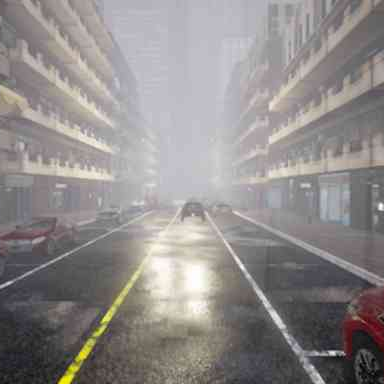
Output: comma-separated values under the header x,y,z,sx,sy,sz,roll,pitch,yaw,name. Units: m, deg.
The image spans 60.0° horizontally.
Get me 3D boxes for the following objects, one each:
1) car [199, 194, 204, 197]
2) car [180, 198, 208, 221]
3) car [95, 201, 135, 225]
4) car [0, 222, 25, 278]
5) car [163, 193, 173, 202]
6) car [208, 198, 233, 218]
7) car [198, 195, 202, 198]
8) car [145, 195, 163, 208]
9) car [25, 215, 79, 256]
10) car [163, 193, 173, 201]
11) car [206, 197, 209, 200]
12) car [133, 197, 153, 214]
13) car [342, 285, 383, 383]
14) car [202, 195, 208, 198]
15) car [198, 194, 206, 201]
x,y,z,sx,sy,sz,roll,pitch,yaw,name
2.657,1.530,63.281,1.947,1.339,4.313,-1,0,0,car
0.090,1.486,27.451,1.837,1.490,4.892,0,0,0,car
-5.709,1.536,24.094,2.008,1.369,4.403,-1,0,0,car
-5.703,1.577,7.287,1.802,1.307,4.206,-1,0,0,car
-5.728,1.510,74.511,2.008,1.369,4.403,-1,0,0,car
2.668,1.507,29.839,1.752,1.417,4.829,-1,0,0,car
0.087,1.499,45.731,1.812,1.442,4.674,0,0,0,car
-5.721,1.288,46.501,2.192,1.841,5.009,-1,0,0,car
-5.705,1.574,12.889,1.802,1.307,4.206,-1,0,0,car
-5.733,1.271,80.114,2.192,1.841,5.009,-1,0,0,car
2.667,1.545,35.272,1.947,1.339,4.313,-1,0,0,car
-5.713,1.529,35.297,2.008,1.369,4.403,-1,0,0,car
2.676,1.314,1.659,2.192,1.841,5.009,-1,0,0,car
2.663,1.416,40.874,1.967,1.590,4.097,-1,0,0,car
2.647,1.394,85.690,1.967,1.590,4.097,-1,0,0,car
